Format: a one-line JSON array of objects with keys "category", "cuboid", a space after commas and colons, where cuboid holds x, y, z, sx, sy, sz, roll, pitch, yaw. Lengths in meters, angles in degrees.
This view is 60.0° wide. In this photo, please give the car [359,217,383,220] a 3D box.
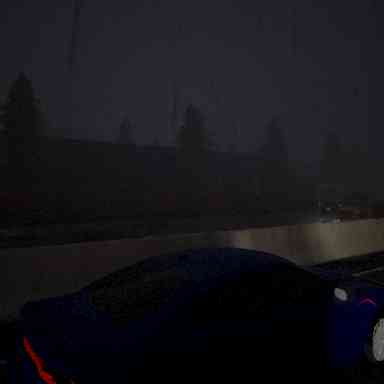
[{"category": "car", "cuboid": [13.089, 1.374, 25.397, 5.008, 1.535, 1.882, 0, 0, -34]}]

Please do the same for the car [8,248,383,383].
[{"category": "car", "cuboid": [0.591, 1.455, 4.116, 5.008, 1.535, 1.882, 0, 0, -34]}]
